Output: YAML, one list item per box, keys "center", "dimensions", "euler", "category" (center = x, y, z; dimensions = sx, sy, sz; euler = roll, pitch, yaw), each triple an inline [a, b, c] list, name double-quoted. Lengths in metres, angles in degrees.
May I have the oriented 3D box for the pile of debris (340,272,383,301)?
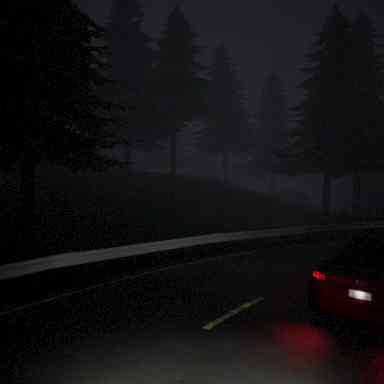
- center: [4.580, 2.185, 7.627]
  dimensions: [1.860, 0.140, 1.500]
  euler: [0, 0, -39]
  category: "pile of debris"

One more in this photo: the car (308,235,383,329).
- center: [4.008, 1.568, 6.621]
  dimensions: [1.994, 1.385, 4.181]
  euler: [1, 1, 44]
  category: "car"
